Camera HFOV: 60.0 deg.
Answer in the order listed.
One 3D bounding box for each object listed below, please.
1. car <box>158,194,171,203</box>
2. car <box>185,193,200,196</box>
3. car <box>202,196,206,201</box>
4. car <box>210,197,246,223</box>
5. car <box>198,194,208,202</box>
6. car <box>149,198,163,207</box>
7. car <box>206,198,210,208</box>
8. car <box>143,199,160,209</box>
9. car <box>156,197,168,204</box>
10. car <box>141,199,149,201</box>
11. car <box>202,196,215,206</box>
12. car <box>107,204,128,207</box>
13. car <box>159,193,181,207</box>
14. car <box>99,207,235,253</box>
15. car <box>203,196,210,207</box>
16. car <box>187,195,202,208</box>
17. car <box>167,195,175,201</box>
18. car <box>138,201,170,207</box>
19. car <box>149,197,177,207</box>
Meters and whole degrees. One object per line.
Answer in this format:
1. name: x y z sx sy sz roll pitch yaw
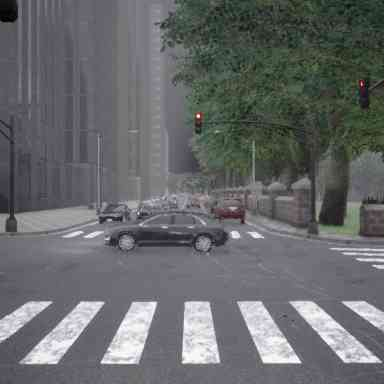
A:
1. car: -5.638 1.375 68.873 2.192 1.841 5.009 0 0 0
2. car: 0.226 1.414 69.746 2.097 1.767 4.553 0 0 0
3. car: 2.847 1.585 47.036 2.008 1.369 4.403 0 0 0
4. car: 2.808 1.326 25.211 2.192 1.841 5.009 0 0 0
5. car: 2.524 1.424 75.837 2.097 1.767 4.553 0 0 0
6. car: -5.668 1.623 52.502 1.802 1.307 4.206 0 0 0
7. car: 2.828 1.588 36.123 1.947 1.339 4.313 0 0 0
8. car: -5.678 1.616 47.045 1.802 1.307 4.206 0 0 0
9. car: -5.648 1.635 63.416 1.802 1.307 4.206 0 0 0
10. car: -5.688 1.579 41.587 2.008 1.369 4.403 0 0 0
11. car: 2.867 1.487 57.949 1.967 1.590 4.097 0 0 0
12. car: -5.717 1.576 25.217 1.947 1.339 4.313 0 0 0
13. car: -3.006 1.385 45.752 2.097 1.767 4.553 0 0 0
14. car: -0.962 1.519 13.267 4.892 1.490 1.837 1 0 0
15. car: 2.838 1.579 41.579 2.008 1.369 4.403 0 0 0
16. car: 0.185 1.583 48.182 2.033 1.411 5.357 0 0 1
17. car: -5.599 1.533 90.701 1.967 1.590 4.097 0 0 0
18. car: -3.053 1.612 25.659 1.895 1.301 4.718 0 0 0
19. car: -3.030 1.569 35.476 2.033 1.411 5.357 0 0 1
